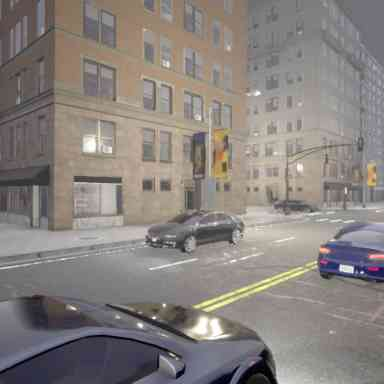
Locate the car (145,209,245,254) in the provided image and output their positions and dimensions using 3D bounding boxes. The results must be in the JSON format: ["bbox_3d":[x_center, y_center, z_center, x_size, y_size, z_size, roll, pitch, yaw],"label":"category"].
[{"bbox_3d":[0.287,1.509,13.795,1.837,1.490,4.892,0,-1,43],"label":"car"}]

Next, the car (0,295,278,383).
[{"bbox_3d":[-1.046,1.564,2.565,1.994,1.385,4.181,0,0,43],"label":"car"}]

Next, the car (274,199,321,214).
[{"bbox_3d":[11.275,1.500,35.776,4.892,1.490,1.837,0,0,40],"label":"car"}]

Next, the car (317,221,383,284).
[{"bbox_3d":[4.976,1.528,9.007,1.812,1.442,4.674,0,0,43],"label":"car"}]
